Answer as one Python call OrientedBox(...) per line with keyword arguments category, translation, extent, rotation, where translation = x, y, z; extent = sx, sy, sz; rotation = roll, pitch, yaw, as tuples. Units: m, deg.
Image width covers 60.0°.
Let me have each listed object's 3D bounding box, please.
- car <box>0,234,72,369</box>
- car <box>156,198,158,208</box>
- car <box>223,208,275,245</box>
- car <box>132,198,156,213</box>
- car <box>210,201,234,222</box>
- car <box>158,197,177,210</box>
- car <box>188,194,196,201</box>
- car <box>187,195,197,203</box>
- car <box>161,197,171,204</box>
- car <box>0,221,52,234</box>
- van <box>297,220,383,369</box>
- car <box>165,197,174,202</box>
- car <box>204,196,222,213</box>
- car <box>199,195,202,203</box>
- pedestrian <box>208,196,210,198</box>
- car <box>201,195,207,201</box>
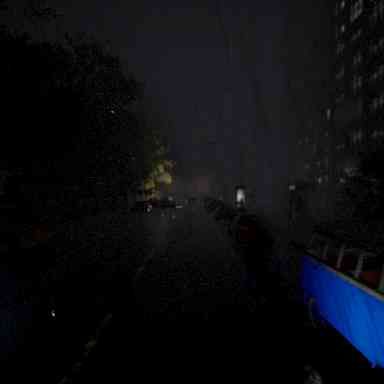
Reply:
OrientedBox(category="car", translation=(-3.100, 1.558, 3.803), extent=(2.033, 1.411, 5.357), rotation=(0, 0, 0))
OrientedBox(category="car", translation=(-5.683, 1.599, 49.332), extent=(1.967, 1.590, 4.097), rotation=(0, 0, 0))
OrientedBox(category="car", translation=(2.693, 1.627, 15.538), extent=(1.802, 1.307, 4.206), rotation=(0, 0, 0))
OrientedBox(category="car", translation=(-5.684, 1.682, 38.069), extent=(1.947, 1.339, 4.313), rotation=(0, 0, 0))
OrientedBox(category="car", translation=(2.695, 1.662, 26.803), extent=(1.802, 1.307, 4.206), rotation=(0, 0, 0))
OrientedBox(category="car", translation=(-3.082, 1.741, 44.705), extent=(1.895, 1.301, 4.718), rotation=(0, 0, 0))
OrientedBox(category="car", translation=(0.015, 1.560, 90.366), extent=(2.097, 1.767, 4.553), rotation=(0, 0, 0))
OrientedBox(category="car", translation=(0.012, 1.580, 69.952), extent=(1.882, 1.535, 5.008), rotation=(0, 0, 0))
OrientedBox(category="car", translation=(-5.679, 1.841, 71.862), extent=(1.802, 1.307, 4.206), rotation=(0, 0, 0))
OrientedBox(category="car", translation=(-5.688, 1.553, 9.738), extent=(1.752, 1.417, 4.829), rotation=(0, 0, 0))
OrientedBox(category="van", translation=(2.692, 1.353, 4.275), extent=(1.690, 1.788, 3.998), rotation=(0, 0, 0))
OrientedBox(category="car", translation=(-5.678, 1.861, 83.127), extent=(2.008, 1.369, 4.403), rotation=(0, 0, 0))
OrientedBox(category="car", translation=(2.697, 1.556, 38.068), extent=(1.967, 1.590, 4.097), rotation=(0, 0, 0))
OrientedBox(category="car", translation=(2.702, 1.600, 77.493), extent=(2.192, 1.841, 5.009), rotation=(0, 0, 0))
OrientedBox(category="pedestrian", translation=(3.010, 1.494, 58.681), extent=(0.375, 1.860, 0.375), rotation=(0, 0, -3))
OrientedBox(category="car", translation=(3.009, 1.665, 55.676), extent=(1.882, 1.535, 5.008), rotation=(0, 0, 0))
